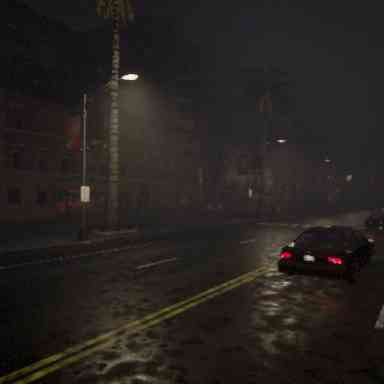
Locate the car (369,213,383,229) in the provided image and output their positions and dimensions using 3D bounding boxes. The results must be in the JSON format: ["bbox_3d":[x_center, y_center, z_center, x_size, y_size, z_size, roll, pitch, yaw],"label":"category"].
[{"bbox_3d":[13.937,2.140,24.084,1.895,1.301,4.718,-1,-1,35],"label":"car"}]

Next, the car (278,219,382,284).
[{"bbox_3d":[4.436,1.780,10.512,2.033,1.411,5.357,-1,-1,35],"label":"car"}]
